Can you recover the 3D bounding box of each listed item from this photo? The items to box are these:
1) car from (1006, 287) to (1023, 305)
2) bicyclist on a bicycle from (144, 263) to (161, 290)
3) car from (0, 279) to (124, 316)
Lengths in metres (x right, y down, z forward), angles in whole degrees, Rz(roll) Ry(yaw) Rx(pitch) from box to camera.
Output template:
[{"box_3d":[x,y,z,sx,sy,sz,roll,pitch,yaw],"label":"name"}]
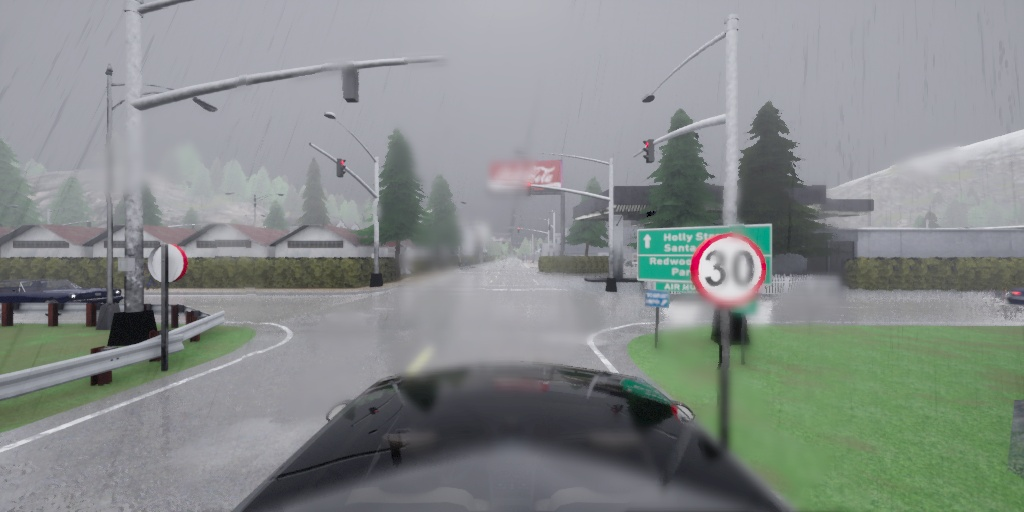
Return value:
[{"box_3d":[21.990,1.489,13.267,5.357,1.411,2.033,0,0,1],"label":"car"},{"box_3d":[-21.674,1.244,21.323,0.582,1.620,1.656,0,0,1],"label":"bicyclist on a bicycle"},{"box_3d":[-18.086,1.542,13.792,4.718,1.301,1.895,0,0,1],"label":"car"}]
